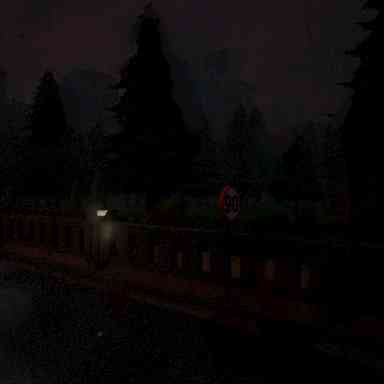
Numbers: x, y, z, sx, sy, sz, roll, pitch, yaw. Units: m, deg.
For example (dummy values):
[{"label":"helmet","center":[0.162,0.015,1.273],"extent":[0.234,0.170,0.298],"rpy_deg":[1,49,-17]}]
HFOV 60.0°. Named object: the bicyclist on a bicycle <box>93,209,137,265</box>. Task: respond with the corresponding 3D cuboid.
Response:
[{"label":"bicyclist on a bicycle","center":[-2.171,1.334,9.685],"extent":[0.582,1.620,1.656],"rpy_deg":[0,-3,36]}]
